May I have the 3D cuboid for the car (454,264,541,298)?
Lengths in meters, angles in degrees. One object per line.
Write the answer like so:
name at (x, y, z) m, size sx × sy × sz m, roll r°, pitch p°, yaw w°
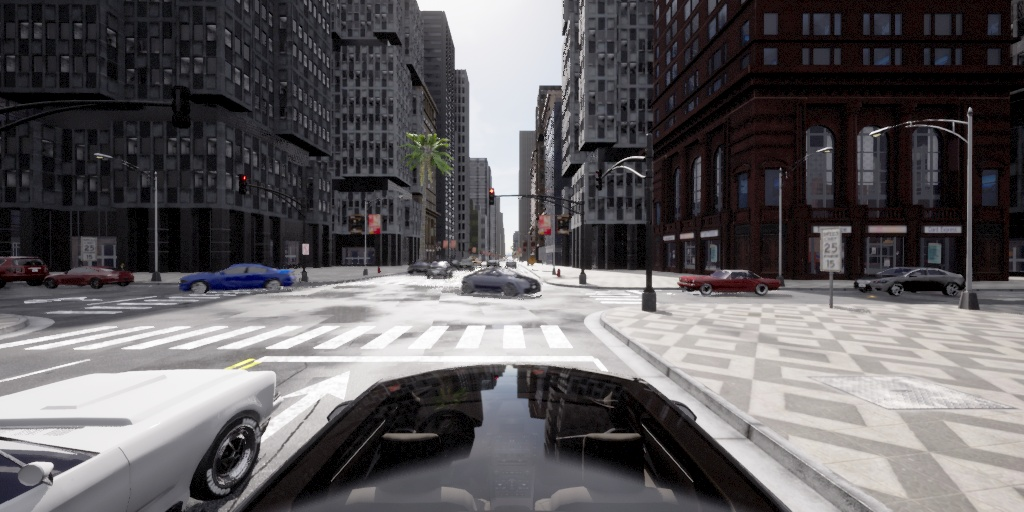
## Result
car at (-0.621, 1.311, 18.422) m, size 4.181 × 1.385 × 1.994 m, roll 0°, pitch 0°, yaw 33°

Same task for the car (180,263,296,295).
car at (-14.712, 1.176, 19.517) m, size 5.008 × 1.535 × 1.882 m, roll 0°, pitch 2°, yaw -32°

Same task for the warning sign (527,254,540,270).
warning sign at (2.661, 0.940, 47.605) m, size 1.300 × 1.860 × 1.060 m, roll 0°, pitch 0°, yaw 0°

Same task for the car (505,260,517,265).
car at (-0.152, 1.432, 63.569) m, size 2.128 × 1.511 × 4.902 m, roll 0°, pitch 0°, yaw 0°

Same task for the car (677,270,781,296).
car at (11.652, 1.414, 19.529) m, size 4.718 × 1.301 × 1.895 m, roll 0°, pitch 0°, yaw 0°

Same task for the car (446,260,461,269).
car at (-10.056, 1.405, 62.026) m, size 1.882 × 1.535 × 5.008 m, roll 0°, pitch -1°, yaw 0°

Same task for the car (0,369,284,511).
car at (-3.149, 1.351, 1.460) m, size 1.895 × 1.301 × 4.718 m, roll 0°, pitch 0°, yaw -3°

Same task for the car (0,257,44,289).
car at (-30.786, 0.945, 21.293) m, size 5.009 × 1.841 × 2.192 m, roll 0°, pitch 0°, yaw -1°

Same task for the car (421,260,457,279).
car at (-6.744, 1.259, 33.618) m, size 2.128 × 1.511 × 4.902 m, roll 0°, pitch 0°, yaw -2°

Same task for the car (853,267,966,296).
car at (21.551, 1.349, 19.563) m, size 4.902 × 1.511 × 2.128 m, roll 0°, pitch 0°, yaw 0°

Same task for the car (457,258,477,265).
car at (-6.800, 1.208, 52.296) m, size 2.097 × 1.767 × 4.553 m, roll 0°, pitch 0°, yaw 0°

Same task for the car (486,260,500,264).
car at (-3.398, 1.432, 61.939) m, size 1.837 × 1.490 × 4.892 m, roll 0°, pitch 0°, yaw 0°

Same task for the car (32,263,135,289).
car at (-25.148, 1.232, 21.404) m, size 4.207 × 1.307 × 1.802 m, roll 0°, pitch 0°, yaw -1°

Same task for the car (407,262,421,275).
car at (-10.006, 1.337, 39.718) m, size 2.033 × 1.411 × 5.357 m, roll 0°, pitch 0°, yaw 0°
